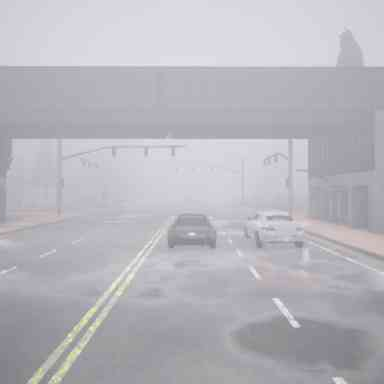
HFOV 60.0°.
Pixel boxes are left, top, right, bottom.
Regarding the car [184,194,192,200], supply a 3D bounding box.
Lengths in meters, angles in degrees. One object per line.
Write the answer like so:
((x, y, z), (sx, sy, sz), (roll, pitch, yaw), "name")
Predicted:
((-1.087, 1.471, 86.632), (1.895, 1.301, 4.718), (0, 0, 0), "car")

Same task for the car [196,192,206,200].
((2.412, 1.101, 86.656), (2.150, 2.045, 5.566), (0, 0, 0), "car")

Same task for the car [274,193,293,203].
((16.632, 1.151, 61.628), (1.932, 1.855, 4.605), (0, 0, 0), "car")

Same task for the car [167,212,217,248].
((0.000, 1.570, 14.650), (1.994, 1.385, 4.181), (0, 0, 0), "car")

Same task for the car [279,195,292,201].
((22.175, 1.394, 79.058), (1.970, 1.475, 3.806), (0, 0, 0), "car")

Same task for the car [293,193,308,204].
((19.526, 1.154, 61.583), (1.905, 1.878, 3.866), (0, 0, 0), "car")

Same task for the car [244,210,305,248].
((3.500, 1.531, 14.650), (1.812, 1.442, 4.674), (0, 0, 0), "car")

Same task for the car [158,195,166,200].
((-8.118, 1.545, 91.155), (1.994, 1.385, 4.181), (0, 0, 0), "car")
